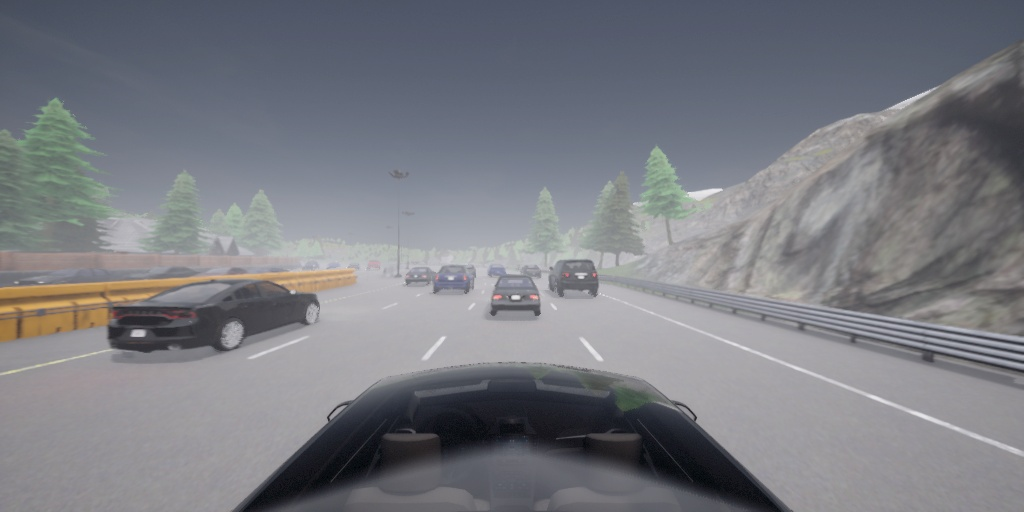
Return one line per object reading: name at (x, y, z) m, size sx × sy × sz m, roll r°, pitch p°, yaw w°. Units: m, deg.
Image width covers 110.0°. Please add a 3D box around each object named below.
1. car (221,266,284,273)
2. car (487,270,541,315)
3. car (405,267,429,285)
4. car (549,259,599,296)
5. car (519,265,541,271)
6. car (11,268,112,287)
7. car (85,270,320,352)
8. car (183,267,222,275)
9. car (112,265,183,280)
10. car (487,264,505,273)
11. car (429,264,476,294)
car at (-17.886, 1.535, 26.060) m, size 2.033 × 1.411 × 5.357 m, roll 0°, pitch -1°, yaw -3°
car at (0.111, 1.445, 14.348) m, size 2.033 × 1.411 × 5.357 m, roll 0°, pitch -1°, yaw 0°
car at (-7.398, 1.601, 29.387) m, size 2.033 × 1.411 × 5.357 m, roll 0°, pitch -1°, yaw -4°
car at (3.513, 1.209, 21.210) m, size 2.150 × 2.045 × 5.566 m, roll 0°, pitch 0°, yaw -1°
car at (1.994, 1.698, 40.392) m, size 2.128 × 1.511 × 4.902 m, roll 0°, pitch -1°, yaw -8°
car at (-28.255, 1.477, 23.412) m, size 2.033 × 1.411 × 5.357 m, roll 0°, pitch -1°, yaw -3°
car at (-6.908, 1.296, 9.124) m, size 1.882 × 1.535 × 5.008 m, roll 0°, pitch 0°, yaw 0°
car at (-21.463, 1.512, 26.800) m, size 1.812 × 1.442 × 4.674 m, roll 0°, pitch -1°, yaw -4°
car at (-24.913, 1.443, 25.760) m, size 1.882 × 1.535 × 5.008 m, roll 0°, pitch -1°, yaw -3°
car at (-1.982, 1.709, 43.531) m, size 1.882 × 1.535 × 5.008 m, roll 1°, pitch -1°, yaw -9°
car at (-3.552, 1.335, 22.567) m, size 2.097 × 1.767 × 4.553 m, roll 0°, pitch -1°, yaw -2°
